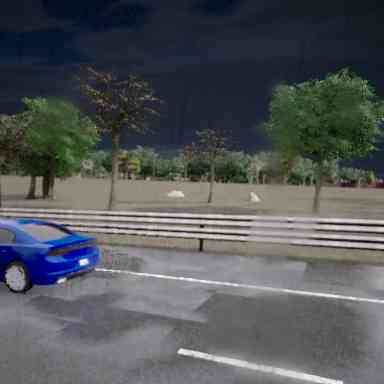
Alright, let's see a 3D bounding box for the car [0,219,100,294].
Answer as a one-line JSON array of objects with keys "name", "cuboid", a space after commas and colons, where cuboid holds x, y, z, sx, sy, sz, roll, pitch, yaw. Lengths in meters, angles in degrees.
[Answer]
[{"name": "car", "cuboid": [-4.751, 1.433, 8.571, 5.008, 1.535, 1.882, 1, 0, 23]}]
